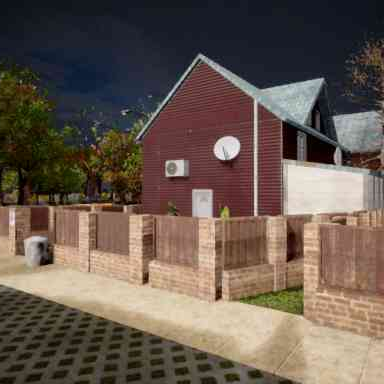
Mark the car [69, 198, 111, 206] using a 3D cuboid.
[{"bbox_3d":[-9.886,1.431,31.997,2.097,1.767,4.553,0,0,35],"label":"car"}]
